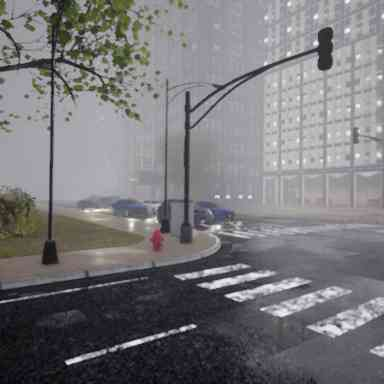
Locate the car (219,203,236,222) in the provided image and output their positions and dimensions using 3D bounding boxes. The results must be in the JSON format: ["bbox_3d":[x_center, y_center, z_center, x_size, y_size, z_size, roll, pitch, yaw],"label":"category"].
[{"bbox_3d":[1.282,1.410,25.515,1.882,1.535,5.008,1,0,-34],"label":"car"}]

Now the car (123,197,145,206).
[{"bbox_3d":[-9.412,1.504,53.538,1.812,1.442,4.674,1,0,-34],"label":"car"}]

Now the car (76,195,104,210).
[{"bbox_3d":[-12.734,1.423,40.761,1.994,1.385,4.181,1,0,-33],"label":"car"}]

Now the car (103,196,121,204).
[{"bbox_3d":[-14.947,1.488,61.870,1.812,1.442,4.674,1,0,-34],"label":"car"}]

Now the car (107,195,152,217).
[{"bbox_3d":[-5.668,1.356,30.103,1.882,1.535,5.008,1,0,-34],"label":"car"}]

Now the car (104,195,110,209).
[{"bbox_3d":[-11.268,1.377,44.437,1.882,1.535,5.008,1,-1,-33],"label":"car"}]

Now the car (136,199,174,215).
[{"bbox_3d":[-3.742,1.445,33.072,1.812,1.442,4.674,1,0,-33],"label":"car"}]

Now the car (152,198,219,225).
[{"bbox_3d":[-0.561,1.243,22.422,2.097,1.767,4.553,1,0,-34],"label":"car"}]

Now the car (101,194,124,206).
[{"bbox_3d":[-12.592,1.285,52.496,2.097,1.767,4.553,1,0,-33],"label":"car"}]

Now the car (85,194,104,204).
[{"bbox_3d":[-17.635,1.271,60.048,2.097,1.767,4.553,1,0,-34],"label":"car"}]
